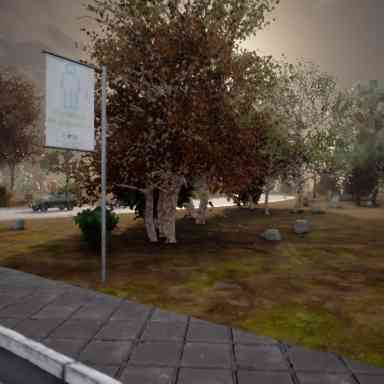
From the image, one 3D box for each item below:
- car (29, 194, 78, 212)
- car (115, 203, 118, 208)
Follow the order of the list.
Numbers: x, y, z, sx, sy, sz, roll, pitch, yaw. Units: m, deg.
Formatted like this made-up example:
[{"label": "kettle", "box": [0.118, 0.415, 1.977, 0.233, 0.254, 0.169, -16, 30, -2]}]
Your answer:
[{"label": "car", "box": [-16.545, 1.215, 39.954, 2.150, 2.045, 5.566, 0, 0, 38]}, {"label": "car", "box": [-10.154, 1.466, 48.181, 1.837, 1.490, 4.892, 0, 0, 37]}]
